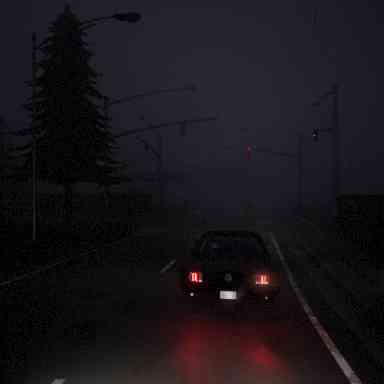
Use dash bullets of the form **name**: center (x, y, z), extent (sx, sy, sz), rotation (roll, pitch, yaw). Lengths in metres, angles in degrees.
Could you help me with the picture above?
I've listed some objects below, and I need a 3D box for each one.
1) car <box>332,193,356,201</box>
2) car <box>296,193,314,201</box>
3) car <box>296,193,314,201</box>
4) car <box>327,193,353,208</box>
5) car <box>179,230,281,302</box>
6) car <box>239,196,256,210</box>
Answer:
- **car**: center (34.415, 1.097, 75.350), extent (4.605, 1.855, 1.932), rotation (0, 0, 10)
- **car**: center (26.057, 1.361, 76.777), extent (3.806, 1.475, 1.970), rotation (0, 0, 10)
- **car**: center (27.233, 1.077, 79.946), extent (3.866, 1.878, 1.905), rotation (0, 0, 10)
- **car**: center (20.189, 1.330, 43.026), extent (5.027, 1.636, 2.152), rotation (0, 0, 10)
- **car**: center (0.979, 1.601, 8.289), extent (1.895, 1.301, 4.718), rotation (0, 0, 8)
- **car**: center (7.177, 1.352, 43.231), extent (2.097, 1.767, 4.553), rotation (0, 0, 10)
